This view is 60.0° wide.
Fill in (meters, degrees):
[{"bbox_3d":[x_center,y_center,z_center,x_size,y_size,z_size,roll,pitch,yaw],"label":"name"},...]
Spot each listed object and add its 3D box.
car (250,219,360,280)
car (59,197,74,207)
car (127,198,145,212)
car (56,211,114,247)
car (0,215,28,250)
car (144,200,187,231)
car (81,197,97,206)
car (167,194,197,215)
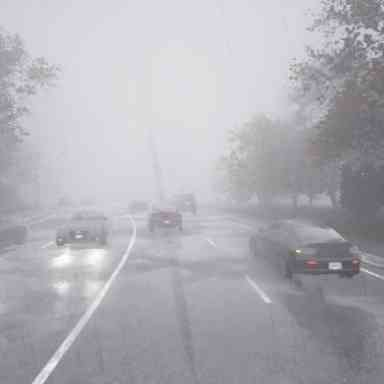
[{"bbox_3d":[3.078,1.512,9.859,1.812,1.442,4.674,0,0,-5],"label":"car"},{"bbox_3d":[-19.701,1.520,51.858,2.033,1.411,5.357,0,0,-27],"label":"car"},{"bbox_3d":[-6.276,1.459,38.336,1.882,1.535,5.008,0,0,-18],"label":"car"},{"bbox_3d":[-4.699,1.561,15.049,1.994,1.385,4.181,0,0,-8],"label":"car"},{"bbox_3d":[-7.932,1.569,12.677,1.994,1.385,4.181,0,0,-6],"label":"car"},{"bbox_3d":[-1.772,1.465,20.515,1.882,1.535,5.008,0,0,-10],"label":"car"},{"bbox_3d":[-16.741,1.522,53.792,2.033,1.411,5.357,0,0,-27],"label":"car"},{"bbox_3d":[-1.142,1.202,33.684,2.150,2.045,5.566,0,0,-15],"label":"car"}]
